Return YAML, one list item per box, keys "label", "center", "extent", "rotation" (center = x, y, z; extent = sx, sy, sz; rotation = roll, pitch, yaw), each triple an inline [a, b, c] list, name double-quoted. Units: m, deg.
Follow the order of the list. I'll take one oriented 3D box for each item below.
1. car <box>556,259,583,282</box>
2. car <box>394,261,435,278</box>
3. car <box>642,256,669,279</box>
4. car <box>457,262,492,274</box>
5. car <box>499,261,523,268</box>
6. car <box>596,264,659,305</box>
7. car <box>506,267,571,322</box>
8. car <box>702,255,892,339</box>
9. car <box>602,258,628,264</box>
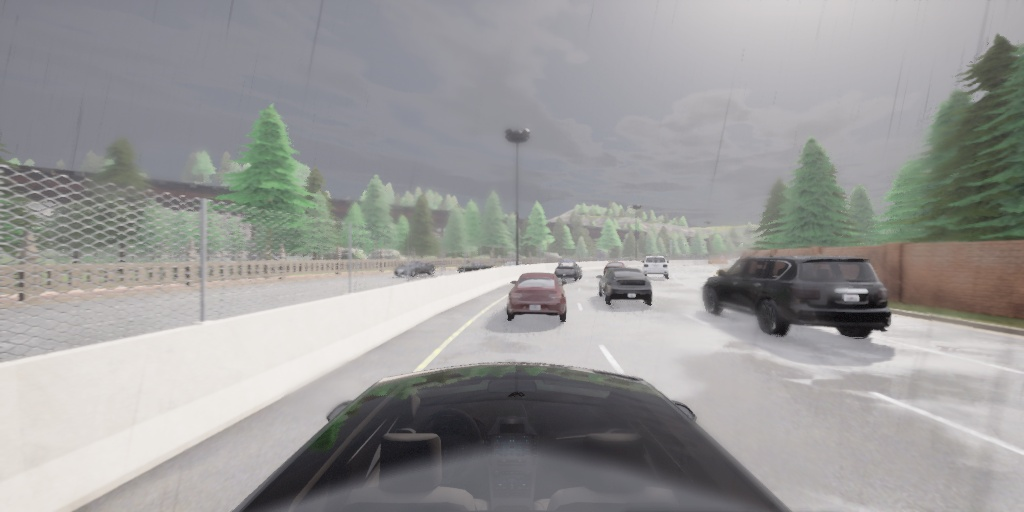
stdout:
- label: "car"
  center: [4.729, 1.255, 29.792]
  extent: [2.128, 1.511, 4.902]
  rotation: [0, 0, 17]
- label: "car"
  center: [-8.987, 1.200, 33.406]
  extent: [2.128, 1.511, 4.902]
  rotation: [0, 0, 18]
- label: "car"
  center: [13.677, 1.028, 34.132]
  extent: [2.150, 2.045, 5.566]
  rotation: [0, 0, 22]
- label: "car"
  center: [-3.899, 1.331, 37.646]
  extent: [1.895, 1.301, 4.718]
  rotation: [0, 0, 21]
- label: "car"
  center: [0.042, 1.273, 38.078]
  extent: [1.812, 1.442, 4.674]
  rotation: [0, 0, 22]
- label: "car"
  center: [5.011, 1.275, 16.251]
  extent: [1.837, 1.490, 4.892]
  rotation: [0, 0, 9]
- label: "car"
  center: [0.903, 1.279, 12.327]
  extent: [1.812, 1.442, 4.674]
  rotation: [0, 0, 6]
- label: "car"
  center: [7.683, 1.004, 10.486]
  extent: [2.150, 2.045, 5.566]
  rotation: [0, 0, 6]
- label: "car"
  center: [9.818, 1.268, 33.801]
  extent: [1.882, 1.535, 5.008]
  rotation: [0, 0, 20]
